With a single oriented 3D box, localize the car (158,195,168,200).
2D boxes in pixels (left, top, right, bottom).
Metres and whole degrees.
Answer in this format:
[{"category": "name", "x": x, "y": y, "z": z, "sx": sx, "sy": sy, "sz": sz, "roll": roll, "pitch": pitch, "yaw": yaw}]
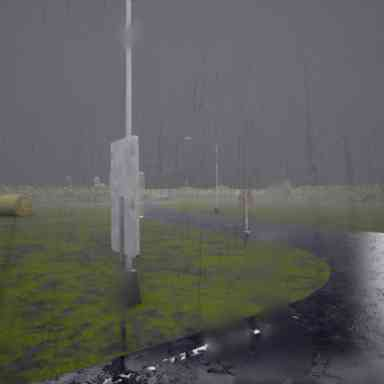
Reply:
[{"category": "car", "x": -8.309, "y": 1.643, "z": 93.763, "sx": 1.812, "sy": 1.442, "sz": 4.674, "roll": 0, "pitch": 0, "yaw": 0}]
